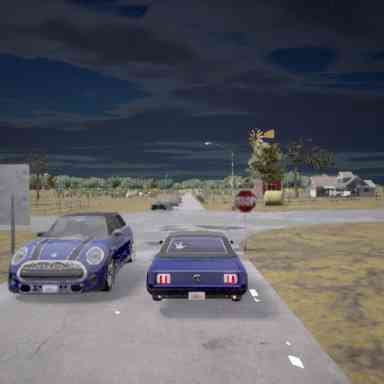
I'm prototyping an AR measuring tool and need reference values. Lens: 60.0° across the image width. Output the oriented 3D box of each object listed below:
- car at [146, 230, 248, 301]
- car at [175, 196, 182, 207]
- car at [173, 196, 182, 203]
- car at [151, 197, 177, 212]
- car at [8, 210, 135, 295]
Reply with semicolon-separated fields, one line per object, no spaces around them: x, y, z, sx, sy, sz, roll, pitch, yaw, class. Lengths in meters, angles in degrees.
0.109;1.598;8.253;1.895;1.301;4.718;0;0;0;car
-3.041;1.523;52.615;1.837;1.490;4.892;0;0;0;car
-3.116;1.555;73.292;1.837;1.490;4.892;0;0;0;car
-3.450;1.605;39.545;1.895;1.301;4.718;0;0;9;car
-2.868;1.349;8.909;2.097;1.767;4.553;0;0;-1;car
